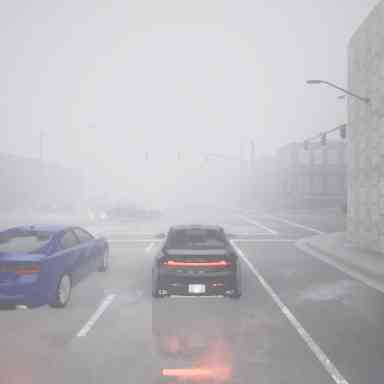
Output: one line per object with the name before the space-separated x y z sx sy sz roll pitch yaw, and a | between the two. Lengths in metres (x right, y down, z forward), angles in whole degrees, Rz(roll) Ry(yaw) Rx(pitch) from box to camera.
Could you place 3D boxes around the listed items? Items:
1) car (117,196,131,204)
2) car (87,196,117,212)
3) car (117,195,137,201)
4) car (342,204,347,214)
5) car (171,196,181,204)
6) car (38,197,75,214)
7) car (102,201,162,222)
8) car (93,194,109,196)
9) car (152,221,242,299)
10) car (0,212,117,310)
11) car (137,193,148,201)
car | -13.797 1.566 67.314 1.812 1.442 4.674 0 0 0
car | -10.480 1.547 38.826 1.812 1.442 4.674 0 0 0
car | -10.434 1.380 51.715 2.097 1.767 4.553 0 0 0
car | 15.001 1.030 27.509 5.008 1.535 1.882 -5 0 0
car | -3.196 1.514 65.989 1.882 1.535 5.008 0 0 0
car | -14.418 1.371 35.655 2.097 1.767 4.553 0 0 7
car | -4.664 1.615 26.548 4.718 1.301 1.895 0 0 34
car | -13.944 1.250 50.112 2.150 2.045 5.566 0 0 0
car | 0.105 1.510 8.468 1.837 1.490 4.892 0 0 0
car | -3.399 1.482 7.923 1.882 1.535 5.008 0 0 0
car | -10.301 1.257 67.449 2.150 2.045 5.566 0 0 0
